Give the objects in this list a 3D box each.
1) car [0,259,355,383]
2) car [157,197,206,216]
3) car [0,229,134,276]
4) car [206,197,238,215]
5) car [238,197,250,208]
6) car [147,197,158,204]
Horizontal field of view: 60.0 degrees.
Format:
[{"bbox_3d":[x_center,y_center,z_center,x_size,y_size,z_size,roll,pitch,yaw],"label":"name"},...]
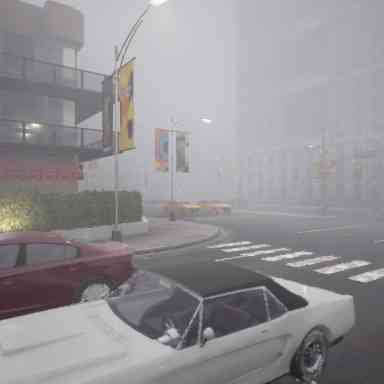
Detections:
[{"bbox_3d":[-0.193,1.601,3.858,4.718,1.301,1.895,0,0,-36],"label":"car"},{"bbox_3d":[-1.103,1.478,32.621,1.882,1.535,5.008,0,0,-35],"label":"car"},{"bbox_3d":[-3.419,1.477,5.840,5.008,1.535,1.882,0,0,-36],"label":"car"},{"bbox_3d":[2.025,1.478,34.259,1.882,1.535,5.008,0,0,-35],"label":"car"},{"bbox_3d":[6.276,1.505,48.487,1.837,1.490,4.892,0,0,-35],"label":"car"},{"bbox_3d":[-6.207,1.601,59.240,4.718,1.301,1.895,0,0,42],"label":"car"}]
